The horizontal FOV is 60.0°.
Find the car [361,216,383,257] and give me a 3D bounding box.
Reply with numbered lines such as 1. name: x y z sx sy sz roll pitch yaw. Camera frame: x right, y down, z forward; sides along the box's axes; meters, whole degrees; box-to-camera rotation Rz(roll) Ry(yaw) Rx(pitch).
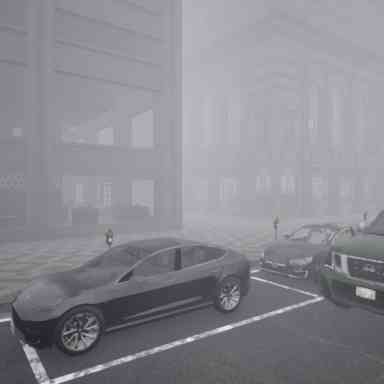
1. car: 8.377 1.583 12.588 4.206 1.307 1.802 0 0 -35

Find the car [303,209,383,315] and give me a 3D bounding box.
1. car: 4.969 1.221 6.764 5.566 2.045 2.150 0 0 -35

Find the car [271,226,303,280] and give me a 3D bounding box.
1. car: 3.780 1.551 9.325 4.403 1.369 2.008 0 0 -35

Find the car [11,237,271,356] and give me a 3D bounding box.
1. car: -0.817 1.566 6.062 4.313 1.339 1.947 0 0 -35
